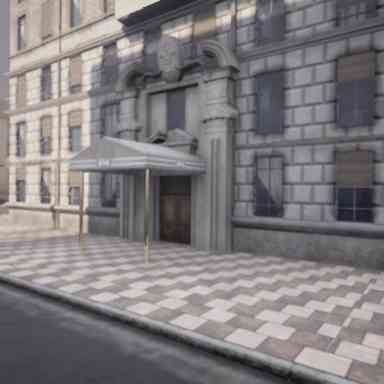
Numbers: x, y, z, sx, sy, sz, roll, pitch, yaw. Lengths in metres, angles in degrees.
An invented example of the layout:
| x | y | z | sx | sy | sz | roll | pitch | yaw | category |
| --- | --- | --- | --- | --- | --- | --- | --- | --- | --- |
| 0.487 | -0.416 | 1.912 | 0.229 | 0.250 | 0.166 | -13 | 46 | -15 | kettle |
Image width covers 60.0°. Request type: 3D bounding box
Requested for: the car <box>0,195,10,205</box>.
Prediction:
| x | y | z | sx | sy | sz | roll | pitch | yaw | category |
| --- | --- | --- | --- | --- | --- | --- | --- | --- | --- |
| -24.055 | 1.045 | 40.465 | 1.895 | 1.301 | 4.718 | 1 | 1 | 35 | car |
